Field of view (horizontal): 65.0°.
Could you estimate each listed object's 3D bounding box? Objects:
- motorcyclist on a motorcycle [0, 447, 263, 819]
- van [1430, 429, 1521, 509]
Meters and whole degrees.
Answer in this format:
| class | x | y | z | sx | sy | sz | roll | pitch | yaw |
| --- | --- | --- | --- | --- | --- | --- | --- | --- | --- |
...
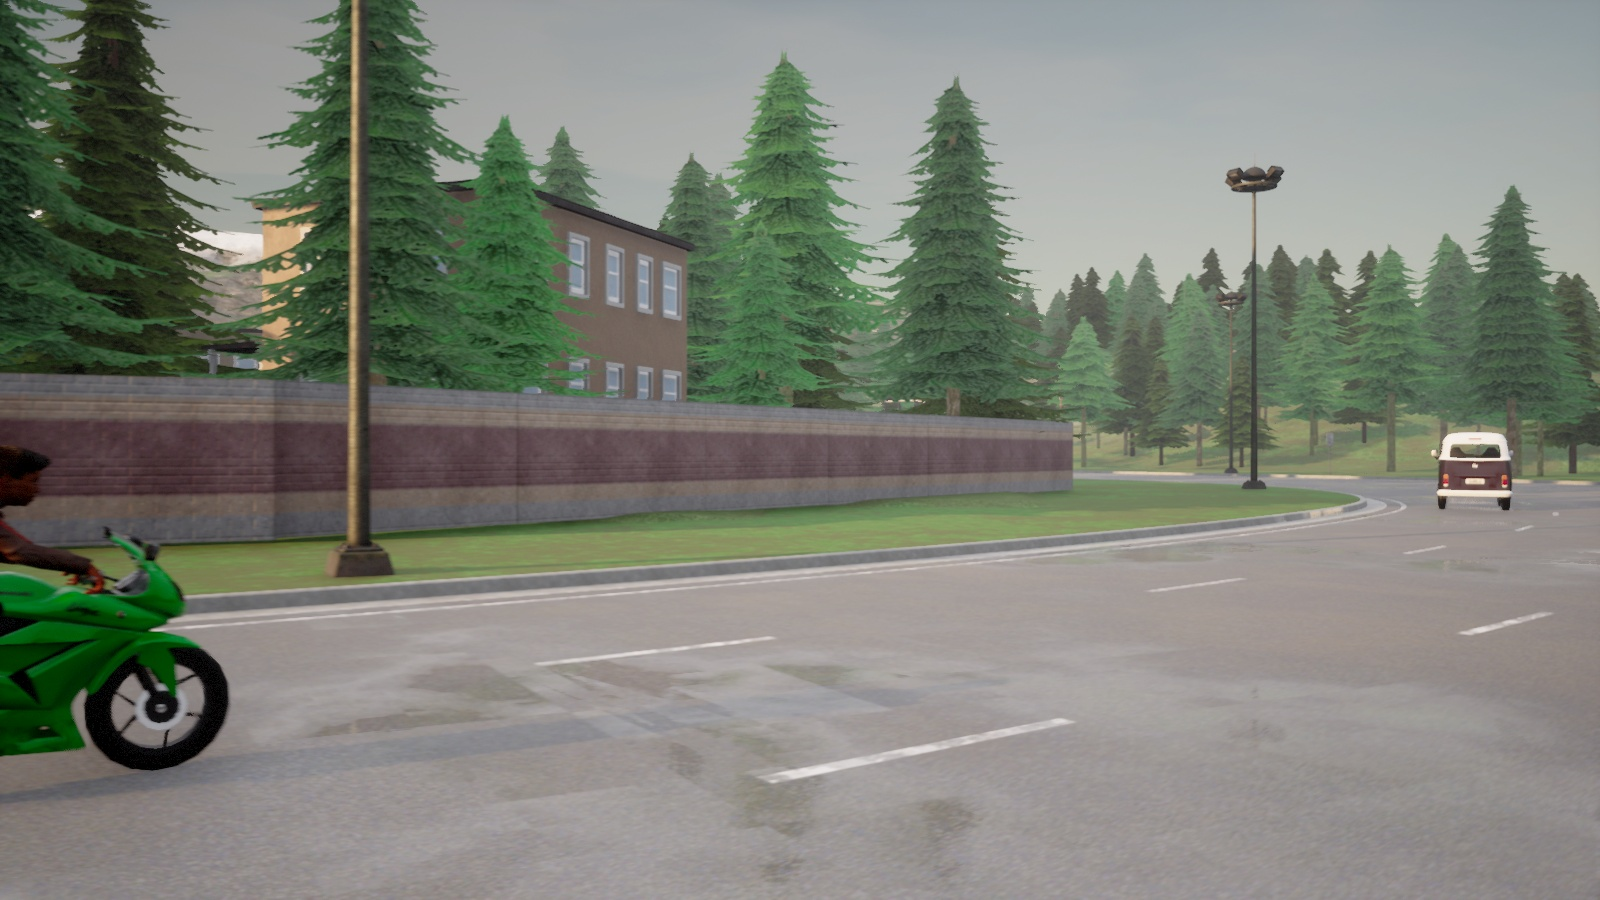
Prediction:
| class | x | y | z | sx | sy | sz | roll | pitch | yaw |
| --- | --- | --- | --- | --- | --- | --- | --- | --- | --- |
| motorcyclist on a motorcycle | -3.514 | 0.751 | 5.454 | 2.044 | 1.523 | 0.797 | 0 | 0 | -35 |
| van | 18.488 | 0.488 | 34.511 | 2.069 | 2.038 | 4.480 | 0 | 0 | 27 |
